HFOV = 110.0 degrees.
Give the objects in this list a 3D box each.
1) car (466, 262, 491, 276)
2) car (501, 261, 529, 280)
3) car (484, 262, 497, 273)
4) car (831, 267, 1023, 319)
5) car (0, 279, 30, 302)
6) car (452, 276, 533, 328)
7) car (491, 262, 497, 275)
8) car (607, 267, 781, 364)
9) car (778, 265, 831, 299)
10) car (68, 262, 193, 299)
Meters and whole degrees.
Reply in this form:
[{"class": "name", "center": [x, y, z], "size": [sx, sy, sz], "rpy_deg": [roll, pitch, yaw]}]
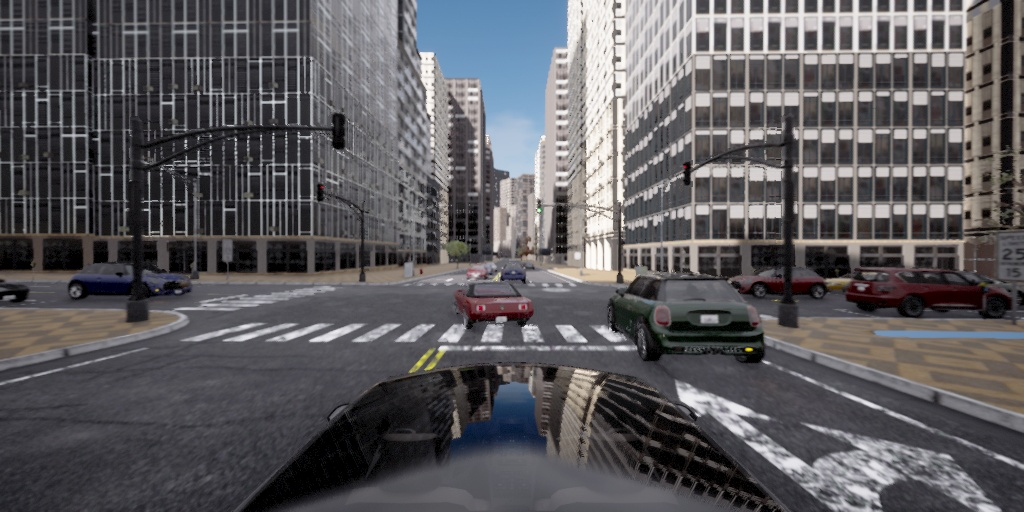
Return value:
[{"class": "car", "center": [-3.314, 1.559, 35.109], "size": [1.812, 1.442, 4.674], "rpy_deg": [0, 0, 0]}, {"class": "car", "center": [0.116, 1.352, 30.858], "size": [2.097, 1.767, 4.553], "rpy_deg": [0, 0, 0]}, {"class": "car", "center": [-3.238, 1.717, 54.770], "size": [1.812, 1.442, 4.674], "rpy_deg": [0, 0, 1]}, {"class": "car", "center": [16.199, 1.391, 14.156], "size": [5.009, 1.841, 2.192], "rpy_deg": [0, 0, 1]}, {"class": "car", "center": [-22.726, 1.305, 14.704], "size": [4.313, 1.339, 1.948], "rpy_deg": [0, 0, 1]}, {"class": "car", "center": [-0.873, 1.512, 12.127], "size": [1.895, 1.301, 4.718], "rpy_deg": [1, -1, -15]}, {"class": "car", "center": [-3.305, 1.659, 44.796], "size": [2.033, 1.411, 5.357], "rpy_deg": [0, 0, 0]}, {"class": "car", "center": [3.644, 1.171, 8.446], "size": [2.097, 1.767, 4.553], "rpy_deg": [-1, -1, 4]}, {"class": "car", "center": [14.631, 1.375, 20.024], "size": [4.553, 1.767, 2.097], "rpy_deg": [0, 0, 2]}, {"class": "car", "center": [-18.226, 1.112, 17.290], "size": [4.553, 1.767, 2.097], "rpy_deg": [1, 0, 2]}]
